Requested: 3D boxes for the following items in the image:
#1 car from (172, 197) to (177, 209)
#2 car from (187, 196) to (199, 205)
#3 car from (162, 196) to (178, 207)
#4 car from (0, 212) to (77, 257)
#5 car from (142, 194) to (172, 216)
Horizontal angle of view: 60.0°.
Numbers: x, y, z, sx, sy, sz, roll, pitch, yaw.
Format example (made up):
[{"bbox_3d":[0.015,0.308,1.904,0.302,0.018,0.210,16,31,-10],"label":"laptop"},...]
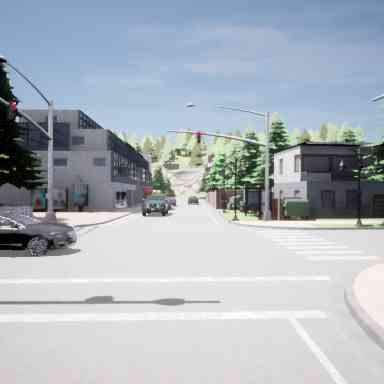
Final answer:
[{"bbox_3d":[-3.499,1.492,42.724,2.128,1.511,4.902,0,0,0],"label":"car"},{"bbox_3d":[0.239,1.505,59.528,1.837,1.490,4.892,0,0,0],"label":"car"},{"bbox_3d":[-3.459,1.492,52.992,2.128,1.511,4.902,0,0,0],"label":"car"},{"bbox_3d":[-6.862,1.502,12.308,4.902,1.511,2.128,0,0,-3],"label":"car"},{"bbox_3d":[-3.525,1.221,32.674,2.150,2.045,5.566,0,0,0],"label":"car"}]
